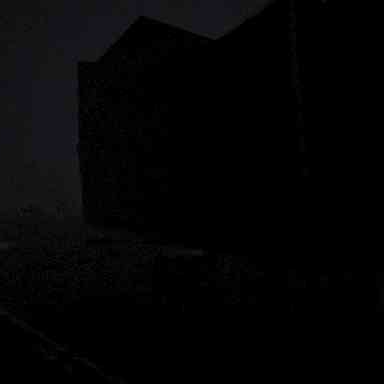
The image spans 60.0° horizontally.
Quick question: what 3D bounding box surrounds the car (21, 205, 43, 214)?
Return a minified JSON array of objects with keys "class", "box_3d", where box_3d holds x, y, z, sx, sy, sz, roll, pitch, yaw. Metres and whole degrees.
[{"class":"car","box_3d":[-26.987,2.887,55.996,1.994,1.385,4.181,-4,-1,3]}]
